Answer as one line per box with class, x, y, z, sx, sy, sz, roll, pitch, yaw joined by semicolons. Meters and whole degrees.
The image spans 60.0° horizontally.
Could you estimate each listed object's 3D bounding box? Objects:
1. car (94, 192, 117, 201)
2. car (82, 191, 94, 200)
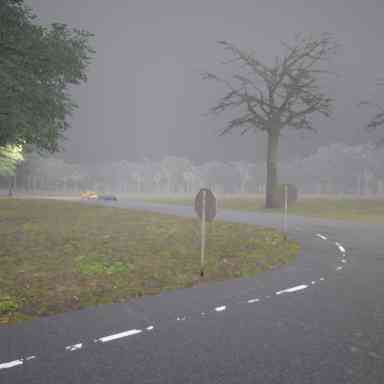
car;-13.752;0.733;53.687;1.994;1.385;4.181;2;-1;-35
car;-18.314;0.614;59.983;1.882;1.535;5.008;2;-1;-36
